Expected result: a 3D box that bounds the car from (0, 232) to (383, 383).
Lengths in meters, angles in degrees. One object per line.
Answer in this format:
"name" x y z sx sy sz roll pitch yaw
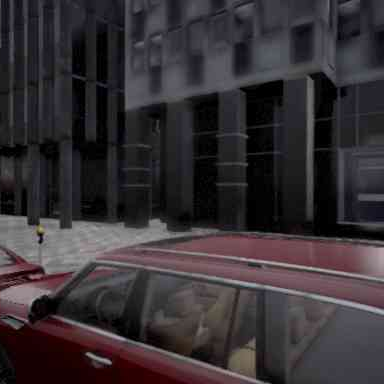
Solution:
"car" 0.004 1.313 2.957 5.009 1.841 2.192 0 0 35
